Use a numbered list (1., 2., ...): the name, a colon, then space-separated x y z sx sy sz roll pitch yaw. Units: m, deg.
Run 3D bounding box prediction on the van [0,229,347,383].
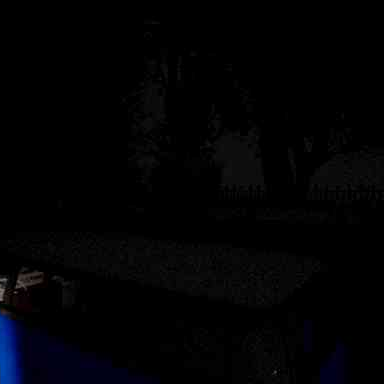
1. van: -0.657 1.341 3.180 3.998 1.788 1.690 0 0 35
